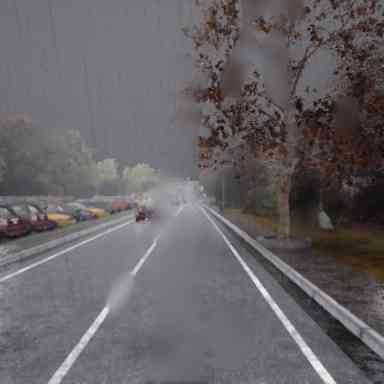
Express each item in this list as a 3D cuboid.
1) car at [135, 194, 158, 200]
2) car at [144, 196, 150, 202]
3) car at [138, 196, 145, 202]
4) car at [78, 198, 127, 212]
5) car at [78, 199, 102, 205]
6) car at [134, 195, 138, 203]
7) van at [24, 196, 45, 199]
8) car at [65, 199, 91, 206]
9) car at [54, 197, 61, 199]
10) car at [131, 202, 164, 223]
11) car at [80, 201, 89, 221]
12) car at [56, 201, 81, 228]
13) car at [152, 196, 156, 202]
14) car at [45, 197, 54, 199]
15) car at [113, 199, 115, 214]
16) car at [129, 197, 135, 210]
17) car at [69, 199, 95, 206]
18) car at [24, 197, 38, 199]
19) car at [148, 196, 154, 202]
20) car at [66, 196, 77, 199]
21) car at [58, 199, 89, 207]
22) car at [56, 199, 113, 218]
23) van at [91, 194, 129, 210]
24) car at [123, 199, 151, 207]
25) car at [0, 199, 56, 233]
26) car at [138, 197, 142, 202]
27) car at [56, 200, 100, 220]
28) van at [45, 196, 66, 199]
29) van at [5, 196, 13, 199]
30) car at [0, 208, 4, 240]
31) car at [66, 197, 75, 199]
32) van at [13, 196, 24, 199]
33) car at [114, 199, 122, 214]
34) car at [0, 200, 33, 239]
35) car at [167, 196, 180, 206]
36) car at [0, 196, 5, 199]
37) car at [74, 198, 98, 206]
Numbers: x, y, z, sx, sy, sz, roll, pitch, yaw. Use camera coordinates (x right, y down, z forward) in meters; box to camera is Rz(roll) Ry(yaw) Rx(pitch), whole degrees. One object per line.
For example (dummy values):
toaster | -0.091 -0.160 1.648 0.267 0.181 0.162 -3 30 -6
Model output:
car | -10.295 1.891 68.078 5.566 2.045 2.435 0 -1 0
car | -10.092 1.897 54.073 5.366 1.575 1.946 0 -1 0
car | -10.464 1.856 51.421 5.366 1.575 1.946 0 -1 0
car | -10.260 1.747 37.548 4.792 1.488 2.163 0 0 0
car | -23.336 2.285 76.281 5.008 1.535 2.097 0 -1 0
car | -10.314 1.667 45.876 4.553 1.767 2.185 0 -1 0
van | -23.254 1.567 45.965 4.442 1.987 1.878 0 -1 0
car | -23.344 2.182 68.094 4.674 1.452 2.002 0 -1 0
car | -23.388 1.888 51.353 4.792 1.488 2.163 0 -1 0
car | -3.372 1.721 26.941 1.895 1.301 4.718 0 -1 0
car | -10.292 1.596 23.668 4.892 1.521 2.231 0 -1 0
car | -10.115 1.568 20.892 5.366 1.575 1.946 0 -1 0
car | -10.454 2.091 65.297 5.366 1.575 1.946 0 -1 0
car | -23.390 1.853 48.714 4.792 1.488 2.163 0 -1 0
car | -10.264 1.698 31.996 4.792 1.488 2.163 0 0 0
car | -10.314 1.795 43.101 4.792 1.488 2.163 0 -1 0
car | -23.315 2.220 70.864 4.792 1.488 2.163 0 -1 0
car | -23.370 1.766 43.177 5.008 1.535 2.097 0 -1 0
car | -10.087 1.994 59.746 5.366 1.575 1.946 0 -1 0
car | -23.381 1.746 59.791 5.566 2.045 2.435 0 -1 0
car | -23.163 2.091 65.325 5.366 1.575 1.946 0 -1 0
car | -10.109 1.641 29.220 5.366 1.575 1.946 0 0 0
van | -10.403 1.515 40.327 4.442 1.987 1.878 0 -1 0
car | -10.277 2.046 62.521 4.892 1.521 2.231 0 -1 0
car | -10.271 1.421 18.117 4.553 1.767 2.185 0 -1 0
car | -10.275 1.824 48.654 4.892 1.521 2.231 0 -1 0
car | -10.303 1.621 26.445 4.892 1.521 2.231 0 -1 0
van | -23.474 1.675 54.128 4.442 1.987 1.878 0 -1 0
van | -23.252 1.492 37.639 4.442 1.987 1.878 0 -1 0
car | -10.301 1.498 12.564 5.008 1.535 2.097 0 -1 0
car | -23.326 1.978 57.017 4.792 1.488 2.163 0 -1 0
van | -23.483 1.516 40.409 4.442 1.987 1.878 0 -1 0
car | -10.262 1.722 34.772 4.792 1.488 2.163 0 -1 0
car | -10.273 1.397 15.341 4.553 1.767 2.185 0 -1 0
car | -3.423 2.047 67.552 1.837 1.490 4.892 0 -1 0
car | -23.342 1.442 34.870 5.566 2.045 2.435 0 -1 0
car | -23.374 2.111 73.512 4.553 1.767 2.185 0 -1 0
